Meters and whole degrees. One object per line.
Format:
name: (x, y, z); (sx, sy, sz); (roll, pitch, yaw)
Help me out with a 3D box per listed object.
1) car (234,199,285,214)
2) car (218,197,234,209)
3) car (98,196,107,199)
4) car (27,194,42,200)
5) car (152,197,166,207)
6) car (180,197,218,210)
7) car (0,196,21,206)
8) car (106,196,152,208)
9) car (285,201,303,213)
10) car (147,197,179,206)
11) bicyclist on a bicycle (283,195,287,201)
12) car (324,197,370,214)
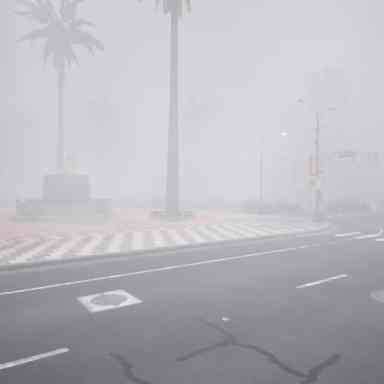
car: (7.284, 1.506, 36.173); (1.837, 1.490, 4.892); (0, 0, -39)
car: (3.547, 1.505, 44.986); (4.892, 1.490, 1.837); (0, 0, 37)
car: (-15.836, 1.491, 59.119); (4.902, 1.511, 2.128); (0, 0, 2)
car: (-26.045, 1.221, 58.555); (5.566, 2.045, 2.150); (0, 0, -10)
car: (-5.369, 1.564, 49.897); (4.181, 1.385, 1.994); (0, 0, 19)
car: (0.564, 1.526, 42.926); (4.674, 1.442, 1.812); (0, 0, 34)
car: (-30.422, 1.478, 53.818); (5.008, 1.535, 1.882); (0, 0, -15)
car: (-8.954, 1.547, 47.546); (5.357, 1.411, 2.033); (0, 0, 14)
car: (10.262, 1.601, 38.062); (1.895, 1.301, 4.718); (0, 0, -38)
car: (-4.683, 1.505, 53.622); (4.892, 1.490, 1.837); (0, -1, 20)
bicyclist on a bicycle: (15.275, 1.300, 54.474); (0.582, 1.620, 1.656); (0, 0, 42)
car: (16.603, 1.352, 35.934); (2.097, 1.767, 4.553); (0, 0, -36)
